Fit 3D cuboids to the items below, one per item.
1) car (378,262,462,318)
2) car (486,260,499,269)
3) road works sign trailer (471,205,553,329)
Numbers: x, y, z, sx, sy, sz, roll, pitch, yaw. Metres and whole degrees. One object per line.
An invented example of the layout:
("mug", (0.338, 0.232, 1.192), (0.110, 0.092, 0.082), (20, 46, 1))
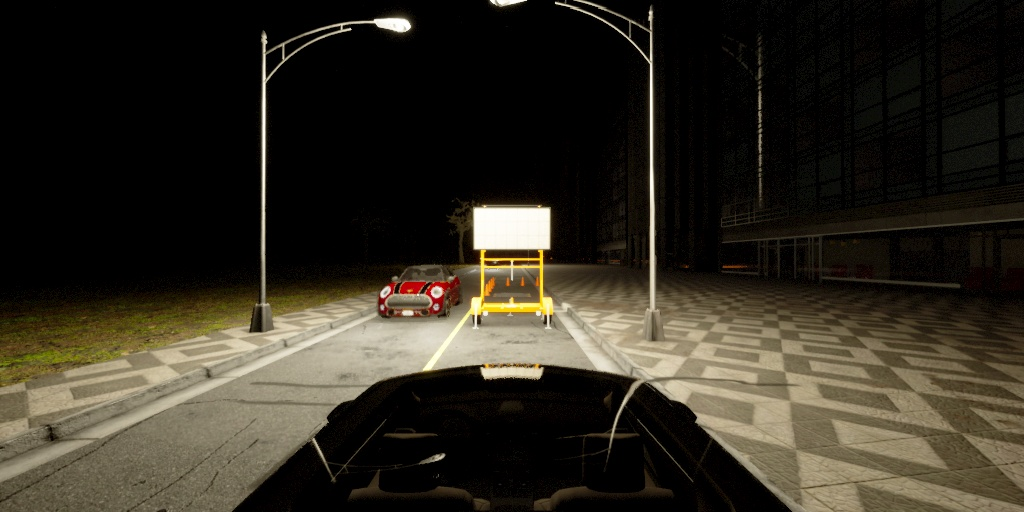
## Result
("car", (-3.101, 1.104, 12.909), (2.097, 1.767, 4.553), (0, 0, 0))
("car", (-2.992, 1.261, 55.633), (2.128, 1.511, 4.902), (0, 0, 0))
("road works sign trailer", (0.001, 0.216, 11.229), (2.380, 3.560, 2.880), (0, 0, 0))
